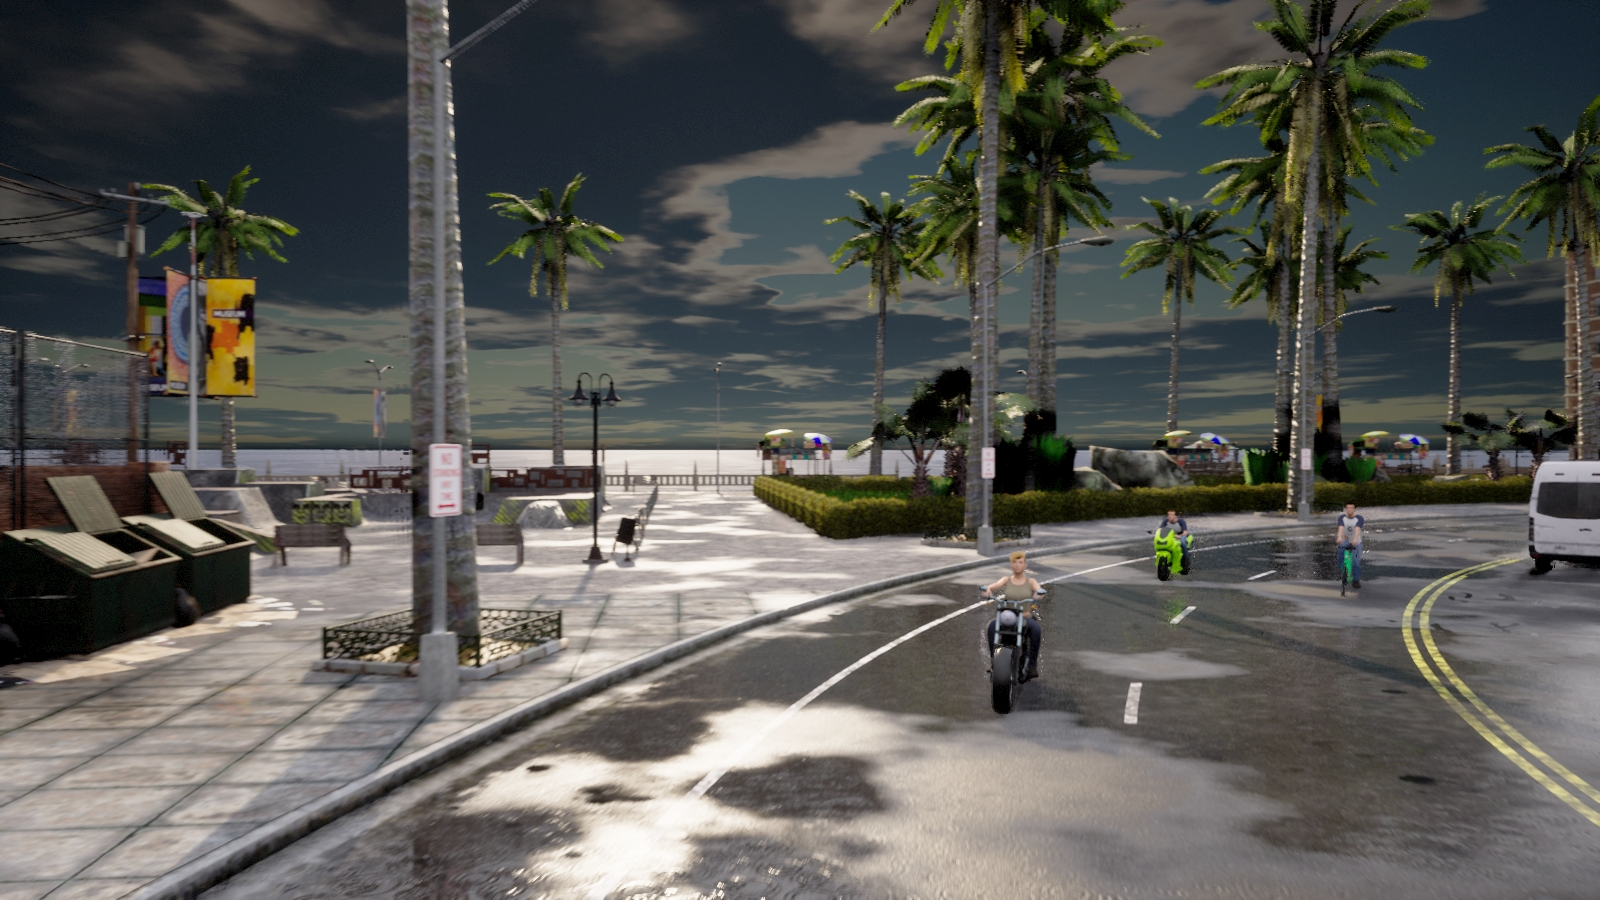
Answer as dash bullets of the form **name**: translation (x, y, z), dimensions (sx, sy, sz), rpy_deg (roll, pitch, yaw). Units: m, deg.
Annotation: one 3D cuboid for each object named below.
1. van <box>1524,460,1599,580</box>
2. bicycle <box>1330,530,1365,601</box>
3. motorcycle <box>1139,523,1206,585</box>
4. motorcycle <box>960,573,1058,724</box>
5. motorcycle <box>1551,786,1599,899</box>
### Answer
- **van**: translation (19.176, 1.546, 27.300), dimensions (1.988, 2.561, 5.915), rpy_deg (0, 0, 44)
- **bicycle**: translation (10.600, 2.213, 22.111), dimensions (0.373, 1.196, 1.643), rpy_deg (2, 1, 33)
- **motorcycle**: translation (8.082, 2.219, 24.764), dimensions (0.803, 1.145, 2.033), rpy_deg (0, 0, 36)
- **motorcycle**: translation (2.418, 2.172, 12.992), dimensions (0.764, 1.277, 2.356), rpy_deg (1, 0, 18)
- **motorcycle**: translation (3.881, 2.215, 4.500), dimensions (0.803, 1.145, 2.033), rpy_deg (0, 0, 10)
